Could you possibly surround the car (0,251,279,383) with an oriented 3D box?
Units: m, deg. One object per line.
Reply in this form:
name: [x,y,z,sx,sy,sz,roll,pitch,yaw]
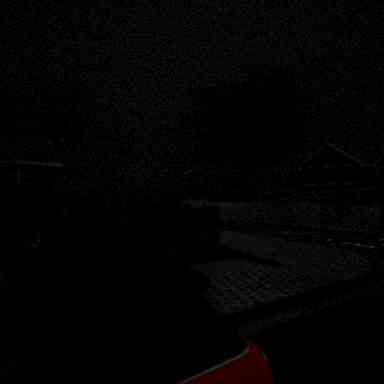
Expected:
car: [-1.573,1.347,1.825,4.553,1.767,2.097,0,0,-36]
